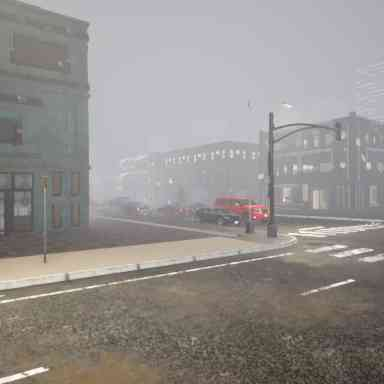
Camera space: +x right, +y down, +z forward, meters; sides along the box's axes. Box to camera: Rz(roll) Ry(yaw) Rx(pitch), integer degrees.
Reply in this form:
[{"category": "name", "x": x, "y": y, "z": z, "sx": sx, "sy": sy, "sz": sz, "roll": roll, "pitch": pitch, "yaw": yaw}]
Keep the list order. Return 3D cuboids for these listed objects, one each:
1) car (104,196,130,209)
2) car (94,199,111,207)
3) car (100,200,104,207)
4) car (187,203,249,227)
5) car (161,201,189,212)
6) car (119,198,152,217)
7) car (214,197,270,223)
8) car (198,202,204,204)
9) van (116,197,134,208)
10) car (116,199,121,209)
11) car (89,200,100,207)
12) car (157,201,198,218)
[{"category": "car", "x": -12.082, "y": 1.774, "z": 55.293, "sx": 2.150, "sy": 2.045, "sz": 5.566, "roll": -1, "pitch": 0, "yaw": -35}, {"category": "car", "x": -18.452, "y": 2.227, "z": 68.726, "sx": 1.887, "sy": 1.381, "sz": 4.507, "roll": -1, "pitch": 0, "yaw": -35}, {"category": "car", "x": -15.252, "y": 1.939, "z": 64.213, "sx": 2.192, "sy": 1.841, "sz": 5.009, "roll": -1, "pitch": 0, "yaw": -35}, {"category": "car", "x": 1.884, "y": 1.814, "z": 25.412, "sx": 1.947, "sy": 1.339, "sz": 4.313, "roll": -1, "pitch": 0, "yaw": -35}, {"category": "car", "x": -2.425, "y": 1.965, "z": 46.162, "sx": 1.802, "sy": 1.307, "sz": 4.206, "roll": -2, "pitch": 0, "yaw": -35}, {"category": "car", "x": -6.055, "y": 1.846, "z": 36.795, "sx": 1.967, "sy": 1.590, "sz": 4.097, "roll": -1, "pitch": 0, "yaw": -35}, {"category": "car", "x": 3.939, "y": 1.445, "z": 27.207, "sx": 2.150, "sy": 2.045, "sz": 5.566, "roll": -1, "pitch": 0, "yaw": -35}, {"category": "car", "x": 0.779, "y": 1.903, "z": 41.650, "sx": 1.802, "sy": 1.307, "sz": 4.206, "roll": -2, "pitch": 0, "yaw": -35}, {"category": "van", "x": -12.047, "y": 1.906, "z": 59.700, "sx": 1.690, "sy": 1.788, "sz": 3.998, "roll": -1, "pitch": 0, "yaw": -35}, {"category": "car", "x": -7.923, "y": 2.021, "z": 43.942, "sx": 1.994, "sy": 1.385, "sz": 4.181, "roll": -1, "pitch": 0, "yaw": -35}, {"category": "car", "x": -18.293, "y": 2.268, "z": 64.045, "sx": 1.895, "sy": 1.301, "sz": 4.718, "roll": -1, "pitch": 0, "yaw": -35}, {"category": "car", "x": -1.761, "y": 1.938, "z": 35.244, "sx": 1.895, "sy": 1.301, "sz": 4.718, "roll": -1, "pitch": 0, "yaw": -36}]
